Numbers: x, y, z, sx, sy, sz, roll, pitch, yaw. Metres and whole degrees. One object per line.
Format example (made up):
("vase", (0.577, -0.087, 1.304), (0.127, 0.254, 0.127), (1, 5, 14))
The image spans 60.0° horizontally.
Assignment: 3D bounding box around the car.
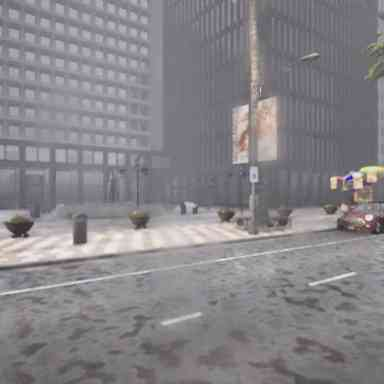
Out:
("car", (10.497, 1.358, 19.479), (4.553, 1.767, 2.185), (0, 0, -36))
